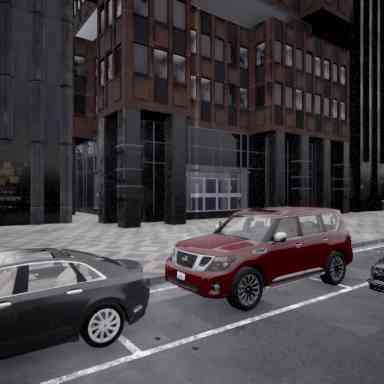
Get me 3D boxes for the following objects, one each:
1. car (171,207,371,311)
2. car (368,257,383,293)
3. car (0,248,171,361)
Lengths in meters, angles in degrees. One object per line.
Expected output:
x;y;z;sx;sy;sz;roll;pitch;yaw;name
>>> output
1.831;1.315;7.951;5.009;1.841;2.192;0;0;-35;car
6.244;1.548;7.706;5.357;1.411;2.033;0;0;-35;car
-2.737;1.551;4.695;4.403;1.369;2.008;0;0;-35;car
